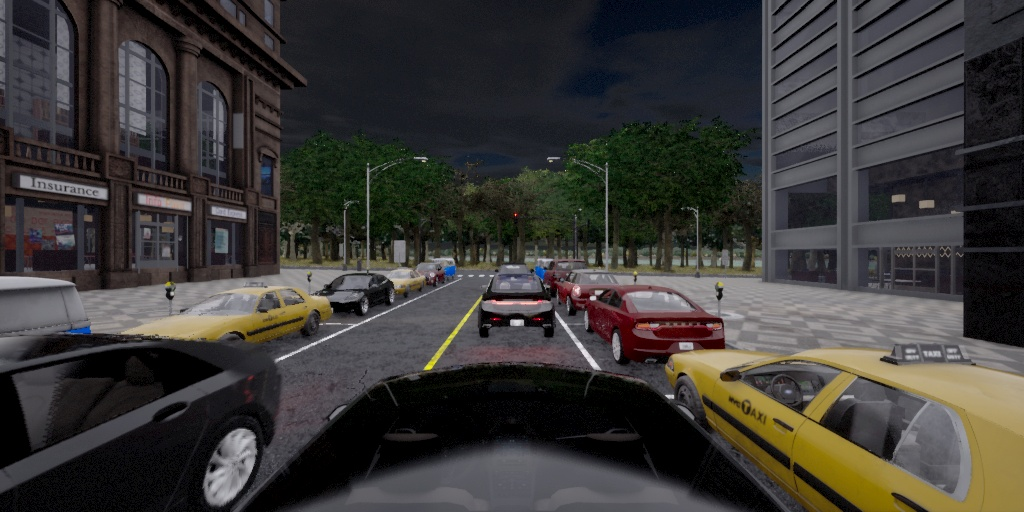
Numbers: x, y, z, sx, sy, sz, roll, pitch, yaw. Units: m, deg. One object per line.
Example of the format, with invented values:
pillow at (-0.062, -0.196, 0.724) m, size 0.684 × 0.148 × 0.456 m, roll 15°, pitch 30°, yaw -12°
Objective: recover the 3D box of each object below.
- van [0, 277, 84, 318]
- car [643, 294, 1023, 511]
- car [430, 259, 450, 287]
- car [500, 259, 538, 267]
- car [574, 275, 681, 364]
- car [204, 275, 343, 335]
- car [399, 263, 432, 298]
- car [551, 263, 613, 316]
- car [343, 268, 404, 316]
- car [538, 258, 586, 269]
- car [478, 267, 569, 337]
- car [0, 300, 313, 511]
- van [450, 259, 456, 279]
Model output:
van at (-5.762, 1.091, 2.496) m, size 1.690 × 1.789 × 3.998 m, roll 0°, pitch 0°, yaw 0°
car at (2.763, 1.275, 2.653) m, size 1.751 × 1.417 × 4.829 m, roll 0°, pitch 0°, yaw 0°
car at (-5.728, 1.192, 24.246) m, size 1.967 × 1.591 × 4.097 m, roll 0°, pitch 0°, yaw 0°
car at (0.128, 1.103, 19.200) m, size 2.097 × 1.767 × 4.553 m, roll 0°, pitch 0°, yaw 1°
car at (2.771, 1.295, 7.921) m, size 1.888 × 1.381 × 4.507 m, roll 0°, pitch 0°, yaw 0°
car at (-5.754, 1.275, 7.764) m, size 1.751 × 1.417 × 4.829 m, roll 0°, pitch 0°, yaw 0°
car at (-5.737, 1.277, 18.639) m, size 1.751 × 1.417 × 4.829 m, roll 0°, pitch 0°, yaw 0°
car at (2.780, 1.190, 13.358) m, size 1.967 × 1.591 × 4.097 m, roll 0°, pitch 0°, yaw 0°
car at (-5.745, 1.316, 13.371) m, size 1.948 × 1.339 × 4.313 m, roll 0°, pitch 0°, yaw 0°
car at (2.788, 1.066, 18.795) m, size 2.192 × 1.841 × 5.009 m, roll 0°, pitch 0°, yaw 0°
car at (0.113, 1.242, 10.235) m, size 2.128 × 1.511 × 4.902 m, roll 0°, pitch 0°, yaw 0°
car at (-3.101, 1.255, 1.432) m, size 1.837 × 1.490 × 4.892 m, roll 0°, pitch 0°, yaw 0°
van at (-5.720, 1.094, 29.684) m, size 1.690 × 1.789 × 3.998 m, roll 0°, pitch 0°, yaw 0°
